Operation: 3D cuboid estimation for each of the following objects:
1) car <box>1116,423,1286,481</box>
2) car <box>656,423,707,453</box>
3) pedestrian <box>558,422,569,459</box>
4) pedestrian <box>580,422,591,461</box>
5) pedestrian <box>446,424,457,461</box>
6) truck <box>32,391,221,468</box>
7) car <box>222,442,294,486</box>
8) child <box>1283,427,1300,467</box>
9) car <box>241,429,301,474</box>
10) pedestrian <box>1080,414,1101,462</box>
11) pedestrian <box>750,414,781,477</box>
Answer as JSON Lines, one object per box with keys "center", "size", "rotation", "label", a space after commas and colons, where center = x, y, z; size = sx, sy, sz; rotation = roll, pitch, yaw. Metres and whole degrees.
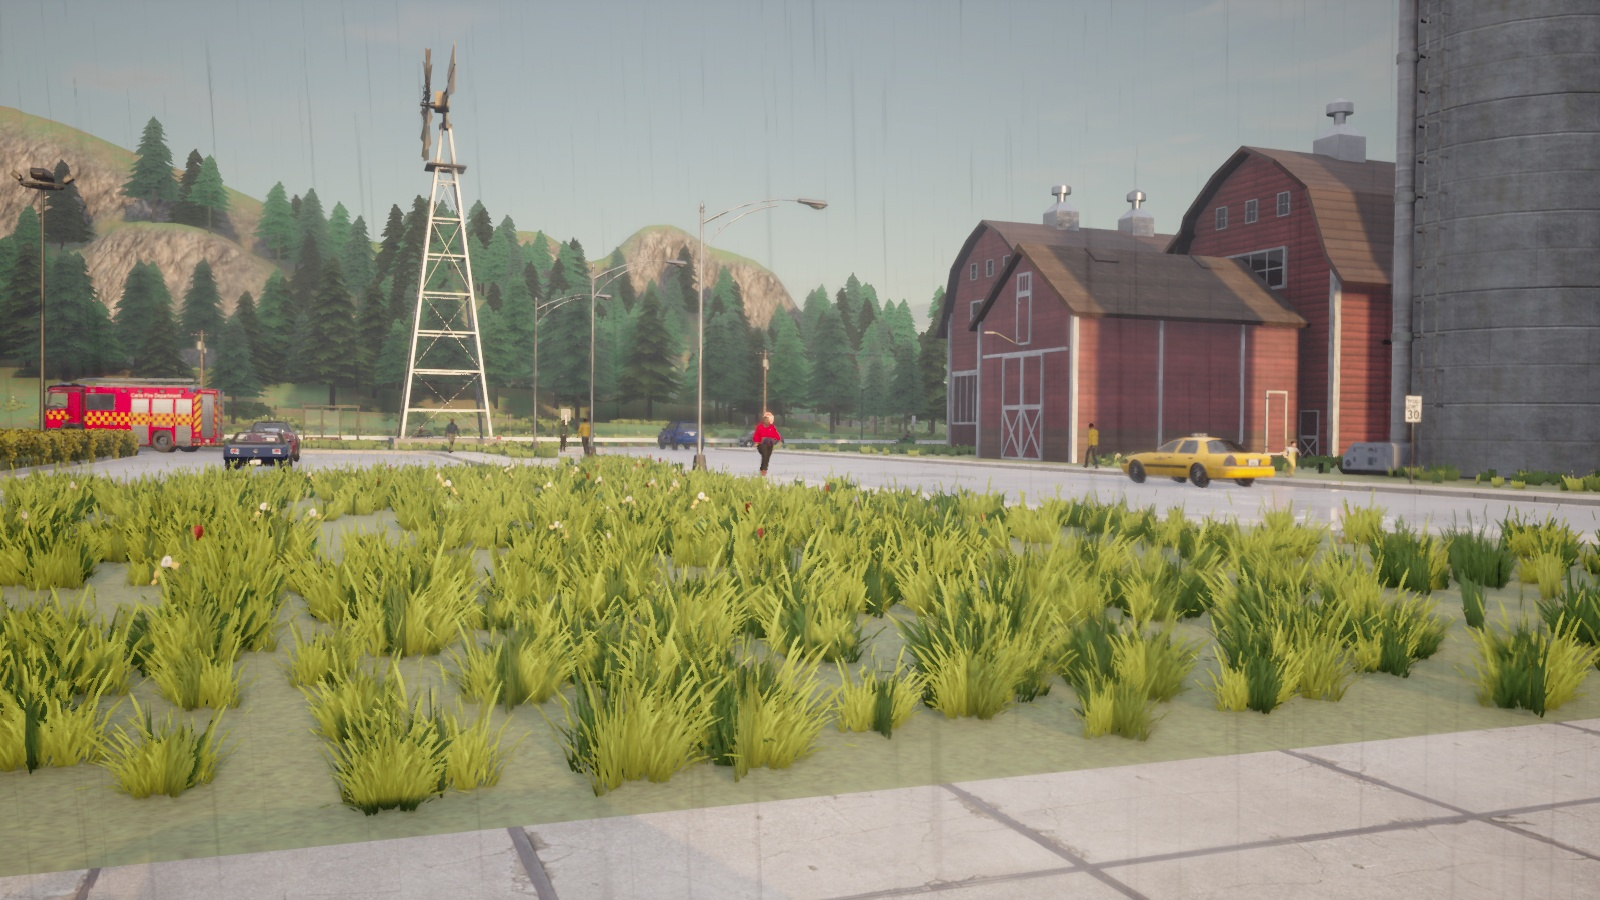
{"center": [11.739, 0.007, 37.188], "size": [1.801, 1.575, 5.366], "rotation": [-1, 1, -21], "label": "car"}
{"center": [-8.431, -0.835, 88.749], "size": [2.150, 2.045, 5.566], "rotation": [-1, 1, -21], "label": "car"}
{"center": [-12.900, -0.520, 68.433], "size": [0.423, 1.949, 0.788], "rotation": [-1, 1, -21], "label": "pedestrian"}
{"center": [-10.147, -0.402, 59.380], "size": [0.431, 1.840, 0.709], "rotation": [-1, 1, -14], "label": "pedestrian"}
{"center": [-17.561, -0.388, 63.234], "size": [0.370, 1.835, 0.726], "rotation": [-1, 1, -28], "label": "pedestrian"}
{"center": [-35.217, -1.057, 65.812], "size": [8.468, 3.827, 2.891], "rotation": [0, 1, 5], "label": "truck"}
{"center": [-17.600, 0.422, 40.957], "size": [1.895, 1.301, 4.718], "rotation": [-1, 1, -20], "label": "car"}
{"center": [15.793, -0.092, 40.349], "size": [0.270, 1.263, 0.437], "rotation": [-1, 1, -21], "label": "child"}
{"center": [-21.956, 0.044, 52.250], "size": [2.097, 1.767, 4.553], "rotation": [-1, 1, -21], "label": "car"}
{"center": [11.172, -0.451, 48.279], "size": [0.431, 1.840, 0.709], "rotation": [-1, 1, -21], "label": "pedestrian"}
{"center": [-1.019, -0.137, 37.033], "size": [0.634, 1.844, 0.899], "rotation": [-1, 1, -22], "label": "pedestrian"}
